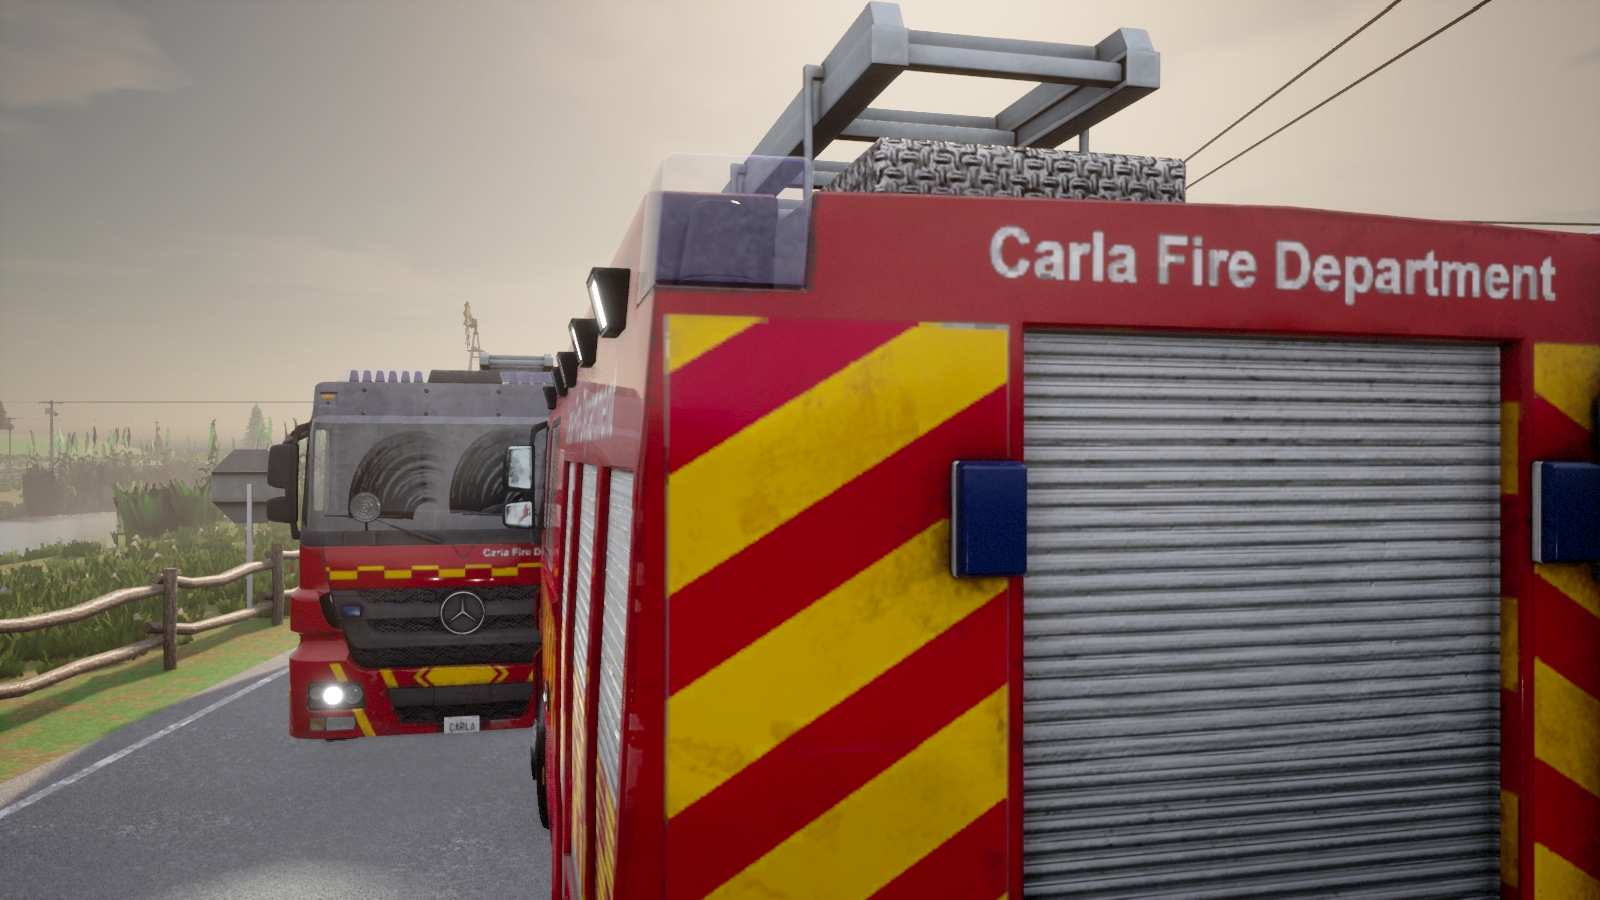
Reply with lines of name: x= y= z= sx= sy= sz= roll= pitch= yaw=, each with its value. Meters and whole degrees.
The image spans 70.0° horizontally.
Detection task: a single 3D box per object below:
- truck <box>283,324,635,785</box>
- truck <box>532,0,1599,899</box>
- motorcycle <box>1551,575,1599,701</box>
truck: x=-3.897 y=0.862 z=13.930 sx=2.891 sy=3.827 sz=8.468 roll=0 pitch=0 yaw=-14
truck: x=-0.063 y=0.867 z=6.872 sx=2.891 sy=3.827 sz=8.468 roll=0 pitch=0 yaw=-14
motorcycle: x=9.800 y=2.142 z=13.159 sx=1.805 sy=1.316 sz=0.856 roll=0 pitch=0 yaw=-7
